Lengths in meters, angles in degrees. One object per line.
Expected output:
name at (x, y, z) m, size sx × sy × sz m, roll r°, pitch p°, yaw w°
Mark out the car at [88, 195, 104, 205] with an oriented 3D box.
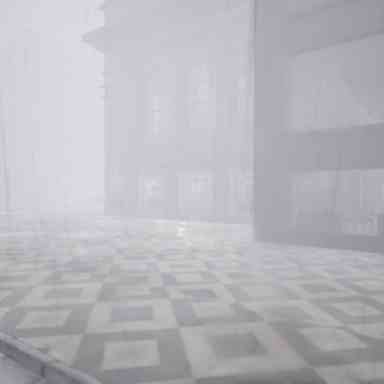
car at (-16.056, 1.341, 58.874) m, size 2.097 × 1.767 × 4.553 m, roll 0°, pitch 0°, yaw 36°
